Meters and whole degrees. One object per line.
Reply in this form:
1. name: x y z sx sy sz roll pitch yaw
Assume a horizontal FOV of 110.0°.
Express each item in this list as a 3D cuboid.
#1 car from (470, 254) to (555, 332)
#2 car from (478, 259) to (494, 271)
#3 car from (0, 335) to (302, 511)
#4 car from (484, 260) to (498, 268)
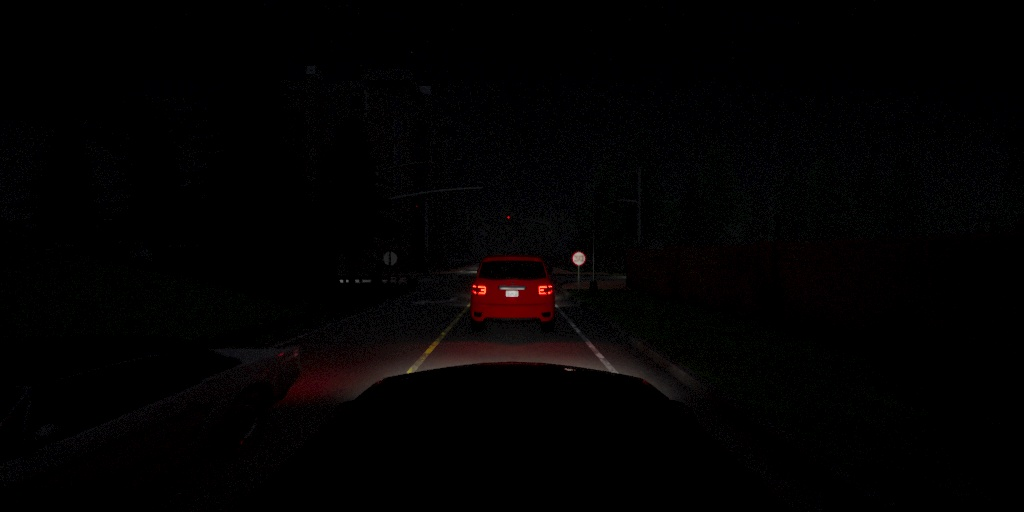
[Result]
1. car: 0.053 0.971 11.005 2.150 2.045 5.566 0 0 1
2. car: -3.533 1.227 50.056 1.882 1.535 5.008 0 0 0
3. car: -3.601 1.351 2.305 1.895 1.301 4.718 0 0 0
4. car: -3.506 1.314 59.981 1.994 1.385 4.181 0 0 1
